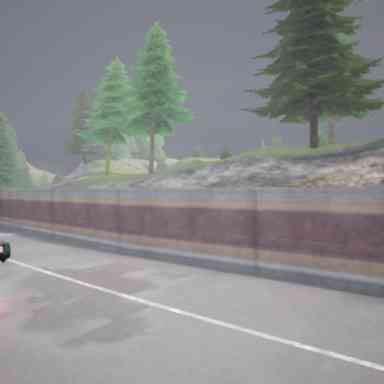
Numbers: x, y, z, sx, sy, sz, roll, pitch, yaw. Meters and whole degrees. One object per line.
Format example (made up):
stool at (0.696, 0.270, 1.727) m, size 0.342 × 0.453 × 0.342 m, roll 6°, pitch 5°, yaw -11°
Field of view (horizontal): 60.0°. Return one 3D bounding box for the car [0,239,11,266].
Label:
car at (-7.312, 1.593, 9.994) m, size 4.718 × 1.301 × 1.895 m, roll 0°, pitch 0°, yaw 41°
